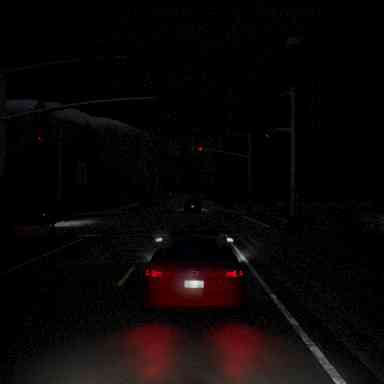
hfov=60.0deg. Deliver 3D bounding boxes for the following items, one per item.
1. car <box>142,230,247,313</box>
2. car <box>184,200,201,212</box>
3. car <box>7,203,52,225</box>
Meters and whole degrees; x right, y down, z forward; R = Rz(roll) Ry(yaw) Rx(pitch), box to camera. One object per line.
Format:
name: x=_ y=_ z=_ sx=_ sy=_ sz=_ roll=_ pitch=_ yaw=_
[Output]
car: x=0.060 y=1.564 z=7.762 sx=1.994 sy=1.385 sz=4.181 roll=0 pitch=0 yaw=1
car: x=0.072 y=1.564 z=38.933 sx=1.994 sy=1.385 sz=4.181 roll=0 pitch=0 yaw=0
car: x=-12.135 y=1.507 z=23.126 sx=4.674 sy=1.442 sz=1.812 roll=0 pitch=0 yaw=-5
